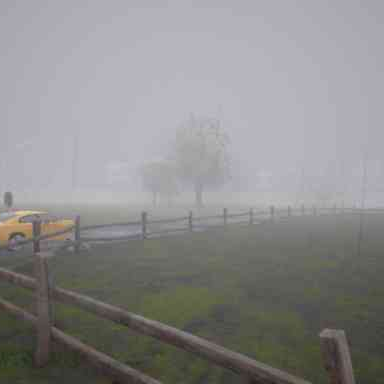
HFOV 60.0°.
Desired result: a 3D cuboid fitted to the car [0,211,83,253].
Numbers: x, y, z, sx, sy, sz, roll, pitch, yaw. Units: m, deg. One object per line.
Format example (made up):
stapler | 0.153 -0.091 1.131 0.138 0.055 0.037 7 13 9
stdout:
car | -6.918 1.562 14.385 1.882 1.535 5.008 -1 -1 25
